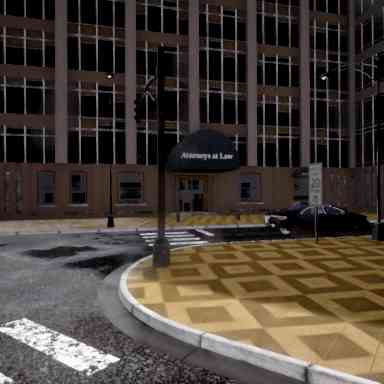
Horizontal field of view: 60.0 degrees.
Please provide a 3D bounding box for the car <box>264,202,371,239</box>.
[{"bbox_3d":[6.087,1.309,15.887,4.902,1.511,2.128,0,0,-14],"label":"car"}]

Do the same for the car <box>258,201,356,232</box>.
[{"bbox_3d":[6.484,1.314,18.922,4.902,1.511,2.128,0,0,-14],"label":"car"}]
